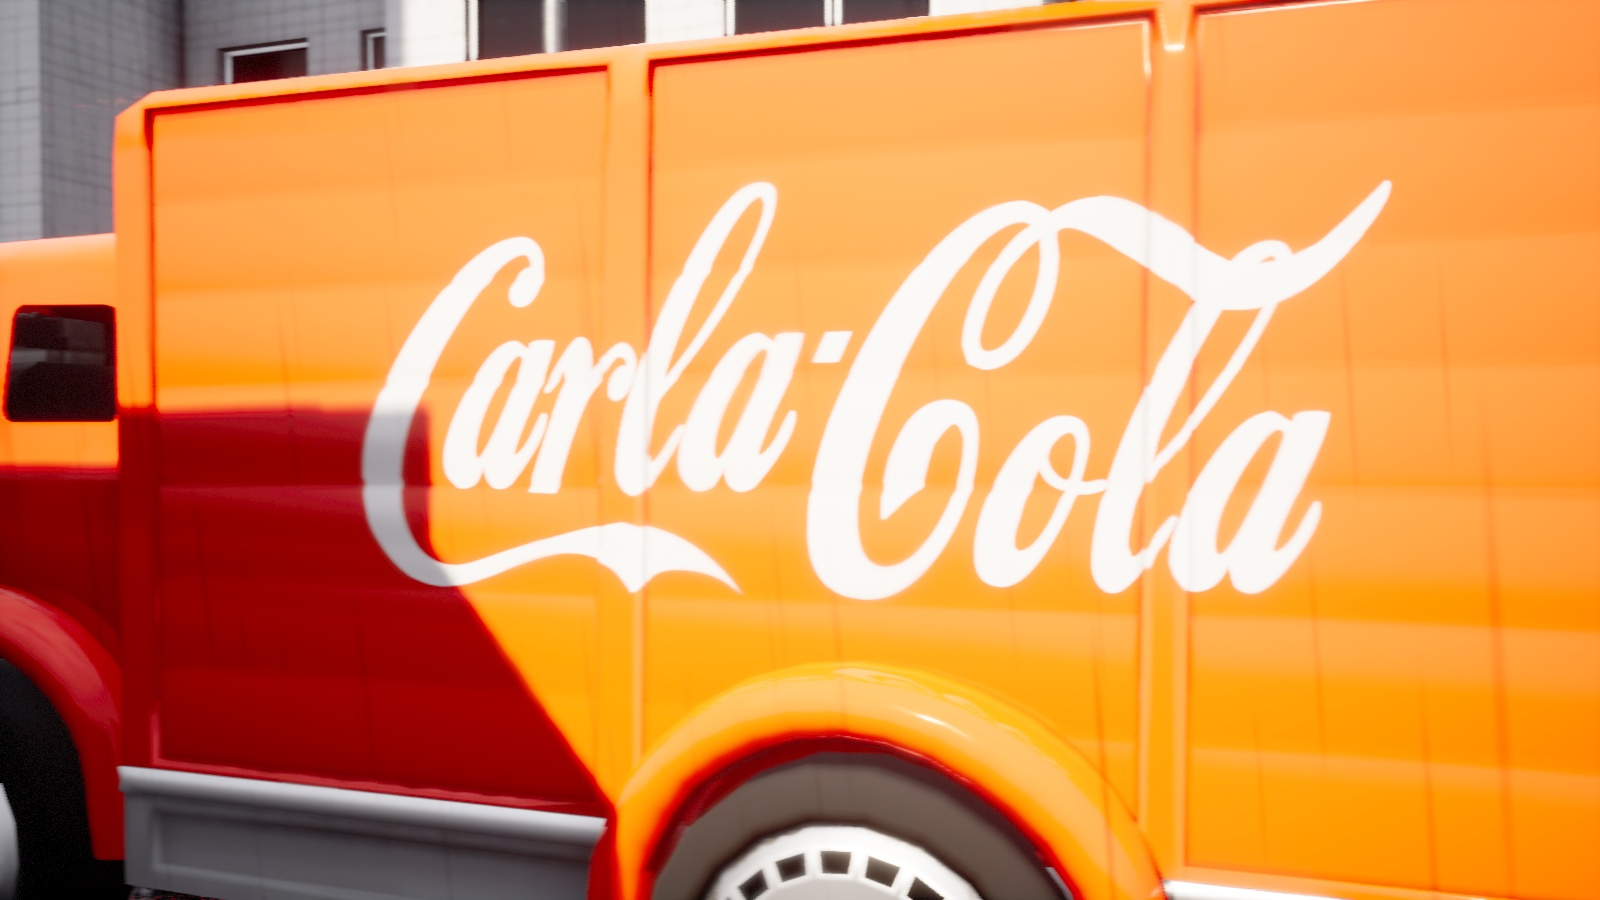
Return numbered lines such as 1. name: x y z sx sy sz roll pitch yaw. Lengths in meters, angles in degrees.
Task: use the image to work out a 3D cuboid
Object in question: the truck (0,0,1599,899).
1. truck: -0.743 0.277 3.975 5.204 2.467 2.627 0 1 18
